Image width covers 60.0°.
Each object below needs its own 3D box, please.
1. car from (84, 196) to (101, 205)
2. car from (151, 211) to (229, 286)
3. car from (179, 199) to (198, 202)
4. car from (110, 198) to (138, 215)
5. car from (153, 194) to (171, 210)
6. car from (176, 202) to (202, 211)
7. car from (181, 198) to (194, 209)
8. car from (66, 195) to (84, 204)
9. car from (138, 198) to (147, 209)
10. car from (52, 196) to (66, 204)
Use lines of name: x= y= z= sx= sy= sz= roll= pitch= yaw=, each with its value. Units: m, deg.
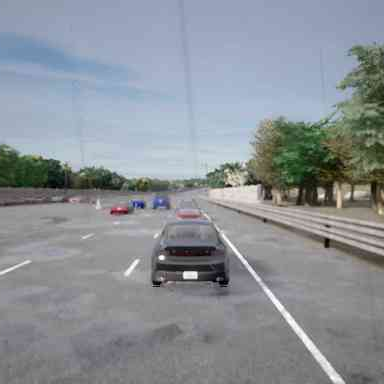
car: x=-18.673 y=1.644 z=64.151 sx=1.837 sy=1.490 sz=4.892 roll=0 pitch=0 yaw=-1
car: x=-0.051 y=1.521 z=9.445 sx=1.837 sy=1.490 sz=4.892 roll=0 pitch=0 yaw=0
car: x=-0.275 y=1.565 z=27.415 sx=1.837 sy=1.490 sz=4.892 roll=0 pitch=0 yaw=-1
car: x=-7.340 y=1.637 z=35.264 sx=1.994 sy=1.385 sz=4.181 roll=0 pitch=0 yaw=-1
car: x=-4.087 y=1.331 z=45.588 sx=2.150 sy=2.045 sz=5.566 roll=0 pitch=0 yaw=-1
car: x=-0.160 y=1.566 z=20.037 sx=1.812 sy=1.442 sz=4.674 roll=0 pitch=0 yaw=-1
car: x=-0.664 y=1.647 z=48.643 sx=1.812 sy=1.442 sz=4.674 roll=0 pitch=0 yaw=-1
car: x=-22.184 y=1.437 z=64.824 sx=2.097 sy=1.767 sz=4.553 roll=0 pitch=0 yaw=-1
car: x=-7.642 y=1.585 z=47.569 sx=1.882 sy=1.535 sz=5.008 roll=0 pitch=0 yaw=-1
car: x=-25.703 y=1.525 z=65.521 sx=2.033 sy=1.411 sz=5.357 roll=0 pitch=0 yaw=-1
